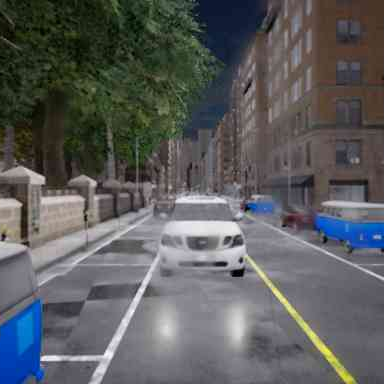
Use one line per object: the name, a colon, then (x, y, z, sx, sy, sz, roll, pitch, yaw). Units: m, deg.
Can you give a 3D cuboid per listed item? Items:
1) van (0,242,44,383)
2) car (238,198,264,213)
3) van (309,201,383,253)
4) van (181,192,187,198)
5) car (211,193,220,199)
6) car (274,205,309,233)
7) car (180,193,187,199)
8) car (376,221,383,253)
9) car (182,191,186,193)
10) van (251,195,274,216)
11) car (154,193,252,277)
van: (-2.310, 1.333, 1.685, 1.690, 1.788, 3.998, 0, 0, 0)
car: (6.249, 1.389, 35.667, 1.947, 1.339, 4.313, 0, 0, 0)
van: (6.226, 1.281, 13.025, 1.690, 1.788, 3.998, 0, 0, 0)
van: (-2.218, 0.834, 95.465, 1.690, 1.788, 3.998, 0, 0, 0)
car: (6.302, 0.960, 90.042, 1.967, 1.590, 4.097, 0, 0, 0)
car: (6.232, 1.457, 18.686, 1.887, 1.381, 4.507, 0, 0, 0)
car: (-2.223, 1.064, 90.015, 1.887, 1.381, 4.507, 0, 0, 0)
car: (6.221, 1.548, 7.366, 1.802, 1.307, 4.206, 0, 0, 0)
car: (-2.239, 1.132, 73.493, 1.752, 1.417, 4.829, 0, 0, 0)
van: (6.243, 1.195, 30.006, 1.690, 1.788, 3.998, 0, 0, 0)
car: (0.273, 1.173, 10.474, 2.150, 2.045, 5.566, 0, 0, 0)
